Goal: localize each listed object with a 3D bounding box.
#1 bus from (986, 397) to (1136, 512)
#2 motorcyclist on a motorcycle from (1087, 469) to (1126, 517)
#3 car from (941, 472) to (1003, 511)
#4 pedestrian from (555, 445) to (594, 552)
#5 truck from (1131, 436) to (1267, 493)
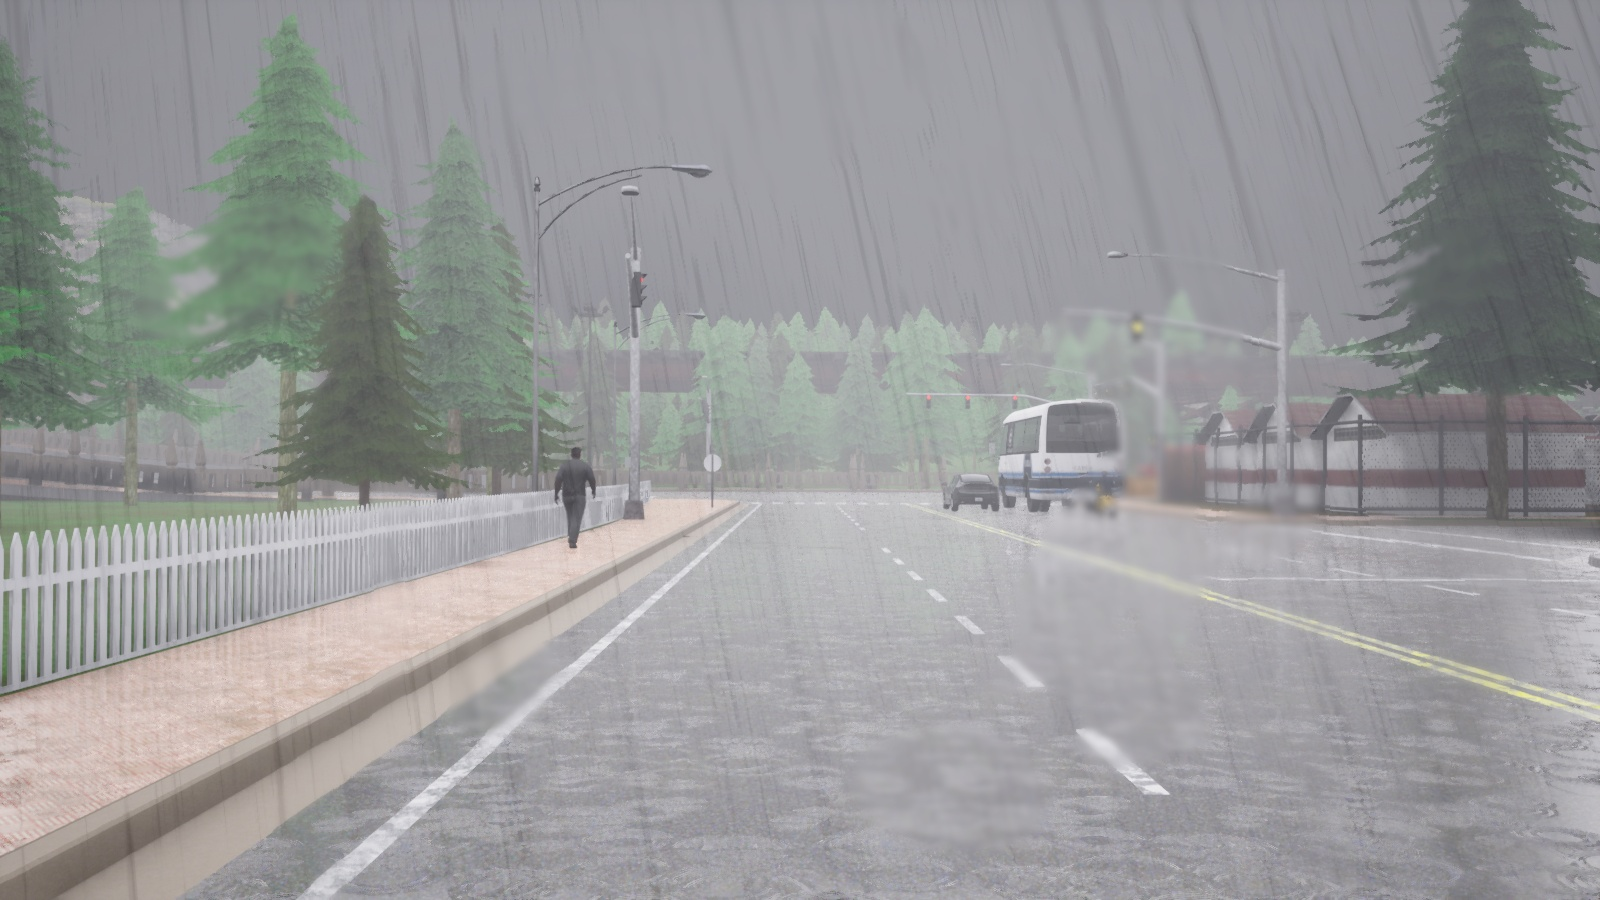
[{"bbox_3d":[10.427,0.263,51.626,3.944,4.253,10.273,0,-1,0],"label":"bus"},{"bbox_3d":[10.446,1.445,42.796,0.866,1.590,1.817,0,-1,0],"label":"motorcyclist on a motorcycle"},{"bbox_3d":[6.935,1.649,51.057,1.837,1.490,4.892,0,-1,0],"label":"car"},{"bbox_3d":[-4.040,0.868,22.533,0.563,1.883,0.849,0,-1,0],"label":"pedestrian"},{"bbox_3d":[27.591,1.001,87.012,8.468,3.827,2.891,0,-1,-2],"label":"truck"}]
